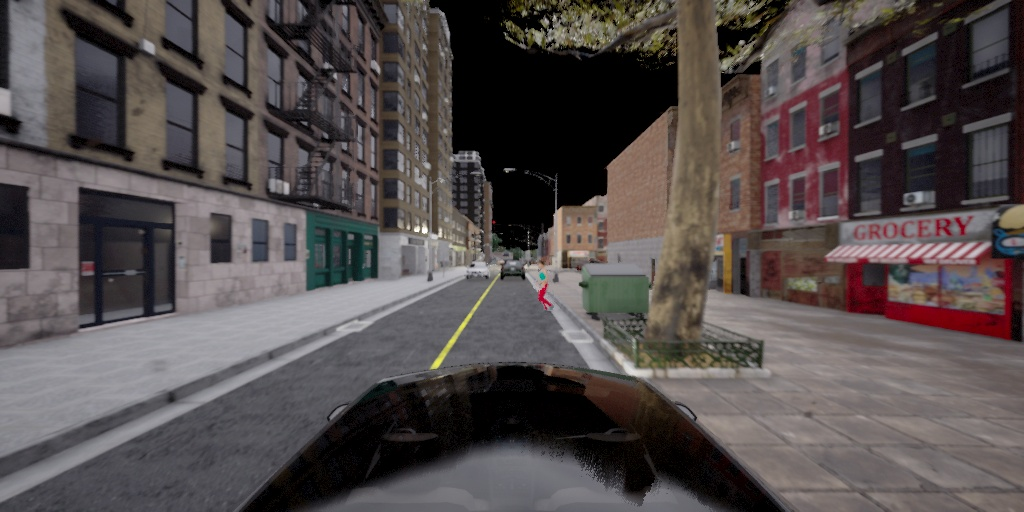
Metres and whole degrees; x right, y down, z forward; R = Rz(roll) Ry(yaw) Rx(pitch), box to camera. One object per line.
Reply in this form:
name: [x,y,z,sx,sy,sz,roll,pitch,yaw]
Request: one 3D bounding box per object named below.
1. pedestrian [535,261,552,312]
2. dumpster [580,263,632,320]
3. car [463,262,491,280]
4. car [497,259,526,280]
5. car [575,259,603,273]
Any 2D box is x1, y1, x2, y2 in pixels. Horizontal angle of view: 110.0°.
pedestrian: [1.067,0.995,12.377,0.375,1.860,0.375,0,0,-10]
dumpster: [3.008,1.098,11.720,1.020,1.700,1.940,0,0,0]
car: [-2.835,1.224,30.461,1.812,1.442,4.674,0,0,0]
car: [0.074,1.053,30.980,2.097,1.767,4.553,0,0,0]
car: [10.790,1.369,47.001,5.009,1.841,2.192,0,0,0]
